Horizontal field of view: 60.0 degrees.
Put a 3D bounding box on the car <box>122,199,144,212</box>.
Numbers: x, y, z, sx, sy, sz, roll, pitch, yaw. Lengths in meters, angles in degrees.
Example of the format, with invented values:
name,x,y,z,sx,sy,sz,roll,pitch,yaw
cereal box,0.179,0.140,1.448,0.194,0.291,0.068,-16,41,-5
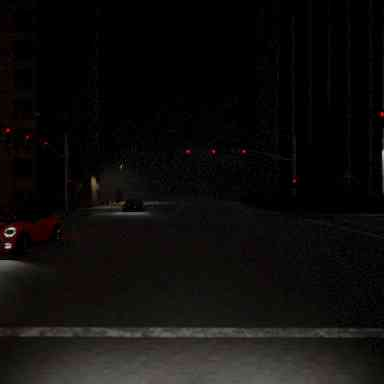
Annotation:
name,x,y,z,sx,sy,sz,roll,pitch,yaw
car,-6.891,1.554,39.285,1.882,1.535,5.008,0,1,0

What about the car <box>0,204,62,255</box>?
name,x,y,z,sx,sy,sz,roll,pitch,yaw
car,-6.962,1.360,13.196,2.097,1.767,4.553,0,0,0
